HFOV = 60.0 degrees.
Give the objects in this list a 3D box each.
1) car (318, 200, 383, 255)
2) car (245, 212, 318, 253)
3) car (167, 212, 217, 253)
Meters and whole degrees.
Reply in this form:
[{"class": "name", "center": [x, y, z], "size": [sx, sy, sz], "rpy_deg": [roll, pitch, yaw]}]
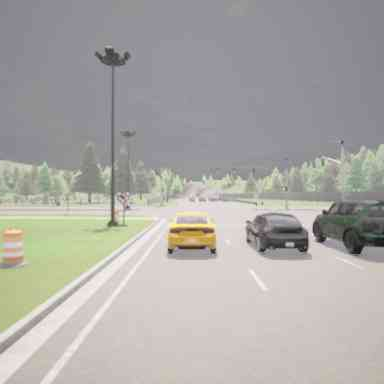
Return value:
[{"class": "car", "center": [6.997, 1.349, 14.022], "size": [2.150, 2.045, 5.566], "rpy_deg": [0, 0, 0]}, {"class": "car", "center": [3.500, 1.642, 14.308], "size": [1.837, 1.490, 4.892], "rpy_deg": [0, 0, 0]}, {"class": "car", "center": [0.001, 1.614, 14.479], "size": [1.882, 1.535, 5.008], "rpy_deg": [0, 0, 0]}]
